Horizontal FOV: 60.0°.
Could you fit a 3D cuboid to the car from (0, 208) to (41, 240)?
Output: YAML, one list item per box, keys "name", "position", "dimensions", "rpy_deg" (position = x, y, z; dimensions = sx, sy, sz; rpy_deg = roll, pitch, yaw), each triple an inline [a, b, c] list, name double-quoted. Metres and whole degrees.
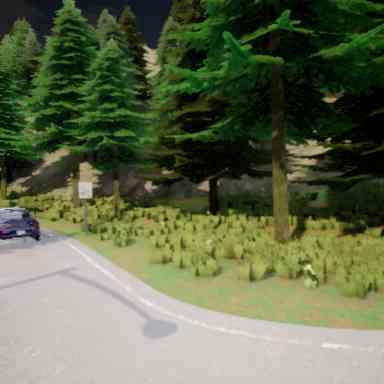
- name: "car"
  position: [-8.442, 1.454, 15.491]
  dimensions: [1.812, 1.442, 4.674]
  rpy_deg: [-2, 2, -38]
